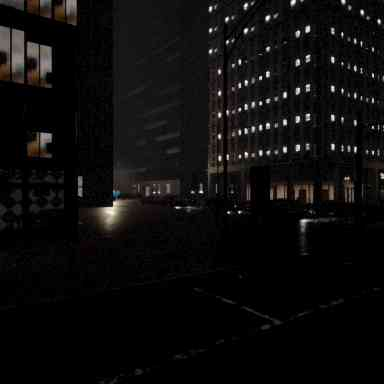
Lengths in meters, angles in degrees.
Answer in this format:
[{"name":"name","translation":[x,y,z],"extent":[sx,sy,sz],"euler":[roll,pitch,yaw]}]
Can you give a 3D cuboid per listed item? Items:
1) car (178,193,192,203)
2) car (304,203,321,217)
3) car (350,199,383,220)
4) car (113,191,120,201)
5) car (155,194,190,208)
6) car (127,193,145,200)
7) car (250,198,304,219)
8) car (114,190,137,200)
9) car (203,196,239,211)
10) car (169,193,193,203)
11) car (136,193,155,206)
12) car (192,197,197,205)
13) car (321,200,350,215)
[{"name":"car","translation":[-2.444,1.058,45.176],"extent":[1.882,1.535,5.008],"euler":[0,1,-34]},{"name":"car","translation":[8.182,1.309,28.499],"extent":[1.837,1.490,4.892],"euler":[0,1,-32]},{"name":"car","translation":[14.564,1.227,24.393],"extent":[2.097,1.767,4.553],"euler":[0,1,-44]},{"name":"car","translation":[-14.969,0.919,58.893],"extent":[1.887,1.381,4.507],"euler":[1,0,-35]},{"name":"car","translation":[-2.477,1.211,40.515],"extent":[1.802,1.307,4.206],"euler":[1,0,-33]},{"name":"car","translation":[-11.498,0.864,67.799],"extent":[1.947,1.339,4.313],"euler":[1,0,-36]},{"name":"car","translation":[6.417,1.399,26.558],"extent":[1.802,1.307,4.206],"euler":[1,0,-32]},{"name":"car","translation":[-13.275,0.786,65.980],"extent":[1.882,1.535,5.008],"euler":[0,1,-36]},{"name":"car","translation":[3.164,1.189,36.463],"extent":[2.128,1.511,4.902],"euler":[0,1,-32]},{"name":"car","translation":[-1.855,0.926,54.351],"extent":[1.967,1.590,4.097],"euler":[1,0,-35]},{"name":"car","translation":[-5.425,1.094,45.011],"extent":[1.752,1.417,4.829],"euler":[1,0,-33]},{"name":"car","translation":[-1.036,1.116,48.384],"extent":[1.994,1.385,4.181],"euler":[0,1,-34]},{"name":"car","translation":[13.037,1.377,31.249],"extent":[1.802,1.307,4.206],"euler":[1,0,-32]}]
